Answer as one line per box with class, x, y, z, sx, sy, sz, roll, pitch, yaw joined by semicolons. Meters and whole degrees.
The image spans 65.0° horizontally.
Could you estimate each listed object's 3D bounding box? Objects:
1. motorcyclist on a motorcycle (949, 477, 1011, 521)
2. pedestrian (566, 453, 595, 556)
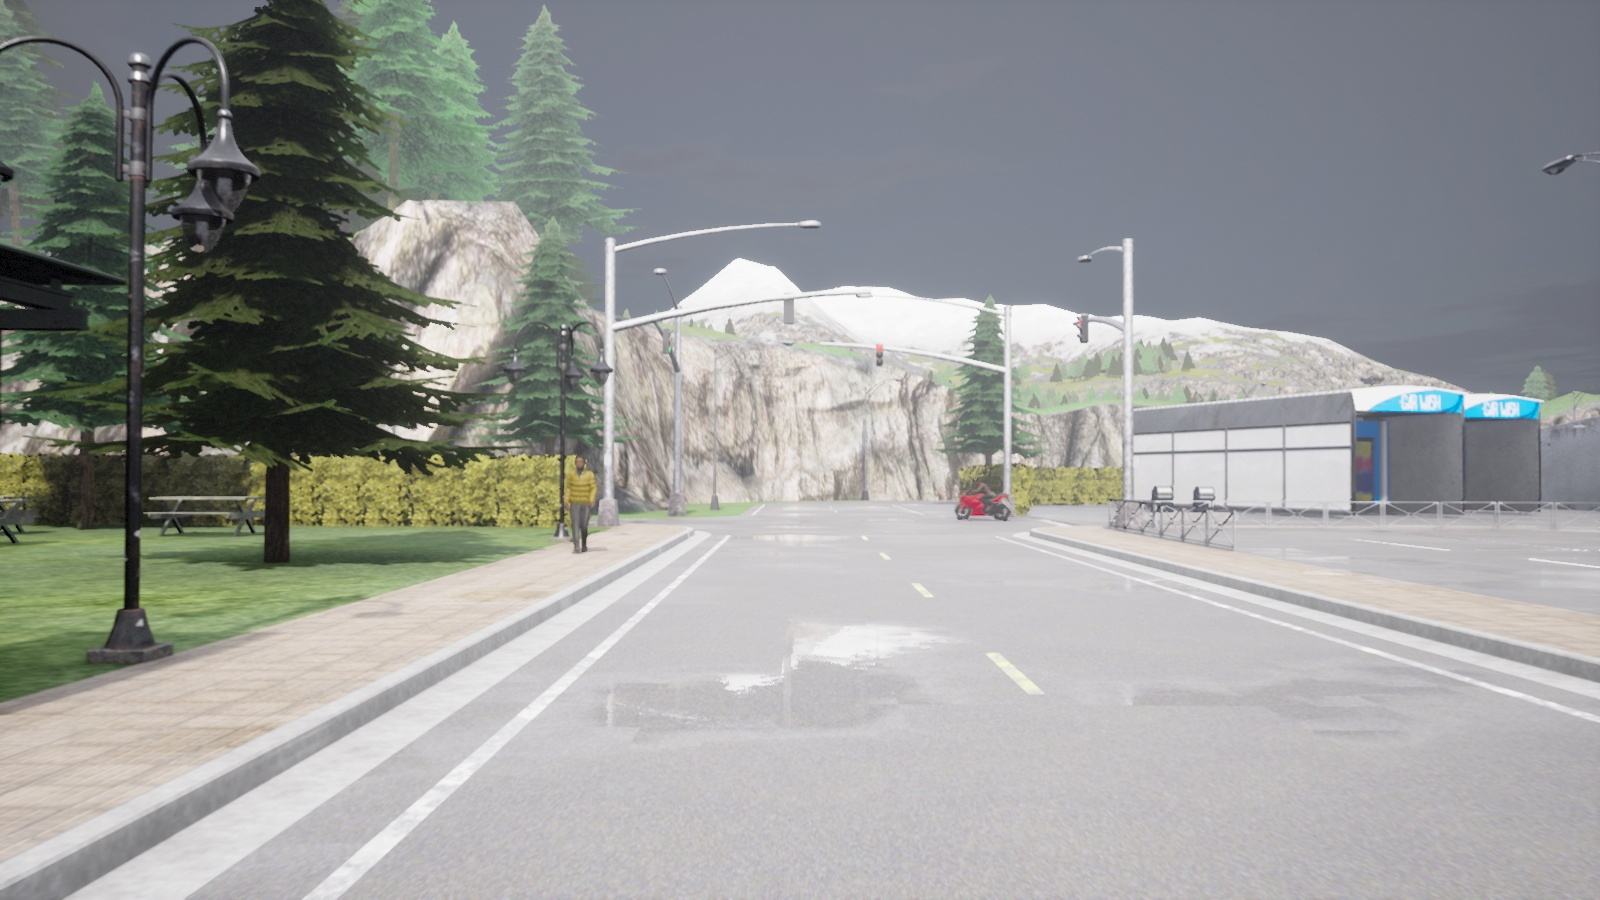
motorcyclist on a motorcycle;6.384;1.722;44.477;2.044;1.523;0.797;-1;-4;19
pedestrian;-3.965;0.975;22.702;0.431;1.840;0.709;0;-1;-2
